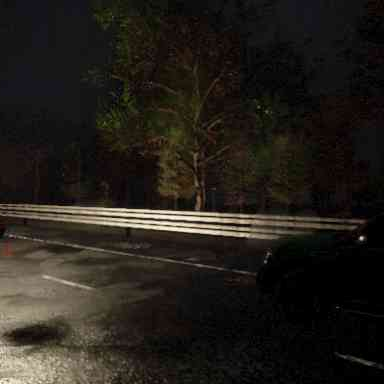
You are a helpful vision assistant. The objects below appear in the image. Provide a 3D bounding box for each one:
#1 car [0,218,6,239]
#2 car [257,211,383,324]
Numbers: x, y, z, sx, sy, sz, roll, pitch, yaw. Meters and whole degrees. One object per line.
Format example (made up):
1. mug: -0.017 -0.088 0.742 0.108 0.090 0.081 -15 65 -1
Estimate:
1. car: -10.754 1.521 16.077 4.674 1.442 1.812 0 0 36
2. car: 3.913 1.223 5.506 5.566 2.045 2.150 0 0 36
